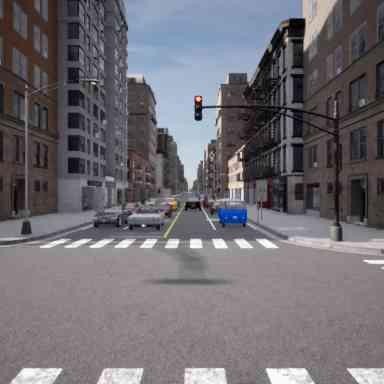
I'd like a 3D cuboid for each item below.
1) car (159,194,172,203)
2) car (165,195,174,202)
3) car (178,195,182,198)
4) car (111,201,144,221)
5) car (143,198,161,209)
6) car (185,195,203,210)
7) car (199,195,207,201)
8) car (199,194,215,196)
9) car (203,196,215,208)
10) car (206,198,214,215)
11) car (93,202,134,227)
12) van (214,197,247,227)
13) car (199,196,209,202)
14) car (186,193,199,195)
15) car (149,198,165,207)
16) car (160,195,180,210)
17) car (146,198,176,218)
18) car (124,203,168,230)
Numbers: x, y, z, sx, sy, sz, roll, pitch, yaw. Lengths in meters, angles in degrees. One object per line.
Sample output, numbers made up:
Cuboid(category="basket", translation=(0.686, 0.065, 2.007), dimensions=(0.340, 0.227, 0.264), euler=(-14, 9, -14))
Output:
Cuboid(category="car", translation=(-5.333, 1.293, 67.903), dimensions=(2.192, 1.841, 5.009), euler=(0, 0, 0))
Cuboid(category="car", translation=(-5.324, 1.410, 79.266), dimensions=(1.967, 1.590, 4.097), euler=(0, 0, 0))
Cuboid(category="car", translation=(-2.770, 1.592, 50.051), dimensions=(1.895, 1.301, 4.718), euler=(0, 0, 0))
Cuboid(category="car", translation=(-5.365, 1.543, 28.130), dimensions=(1.887, 1.381, 4.507), euler=(0, 0, 0))
Cuboid(category="car", translation=(-5.352, 1.520, 45.006), dimensions=(1.752, 1.417, 4.829), euler=(0, 0, 0))
Cuboid(category="car", translation=(0.139, 1.473, 42.335), dimensions=(1.882, 1.535, 5.008), euler=(0, 0, 0))
Cuboid(category="car", translation=(2.706, 1.531, 84.945), dimensions=(1.947, 1.339, 4.313), euler=(0, 0, 0))
Cuboid(category="car", translation=(2.678, 1.305, 50.857), dimensions=(2.192, 1.841, 5.009), euler=(0, 0, 0))
Cuboid(category="car", translation=(2.674, 1.576, 45.176), dimensions=(1.802, 1.307, 4.206), euler=(0, 0, 0))
Cuboid(category="car", translation=(2.664, 1.580, 33.813), dimensions=(1.802, 1.307, 4.206), euler=(0, 0, 0))
Cuboid(category="car", translation=(-5.370, 1.550, 22.448), dimensions=(2.008, 1.369, 4.403), euler=(0, 0, 0))
Cuboid(category="van", translation=(2.655, 1.340, 22.450), dimensions=(1.690, 1.788, 3.998), euler=(0, 0, 0))
Cuboid(category="car", translation=(2.696, 1.524, 73.582), dimensions=(2.008, 1.369, 4.403), euler=(0, 0, 0))
Cuboid(category="car", translation=(0.146, 1.468, 67.015), dimensions=(2.128, 1.511, 4.902), euler=(0, 0, 0))
Cuboid(category="car", translation=(-5.347, 1.556, 50.858), dimensions=(1.947, 1.339, 4.313), euler=(0, 0, 0))
Cuboid(category="car", translation=(-2.811, 1.474, 39.946), dimensions=(1.882, 1.535, 5.008), euler=(0, 0, 0))
Cuboid(category="car", translation=(-2.822, 1.562, 30.299), dimensions=(1.994, 1.385, 4.181), euler=(0, 0, 0))
Cuboid(category="car", translation=(-2.803, 1.600, 21.155), dimensions=(1.895, 1.301, 4.718), euler=(0, 0, -1))
